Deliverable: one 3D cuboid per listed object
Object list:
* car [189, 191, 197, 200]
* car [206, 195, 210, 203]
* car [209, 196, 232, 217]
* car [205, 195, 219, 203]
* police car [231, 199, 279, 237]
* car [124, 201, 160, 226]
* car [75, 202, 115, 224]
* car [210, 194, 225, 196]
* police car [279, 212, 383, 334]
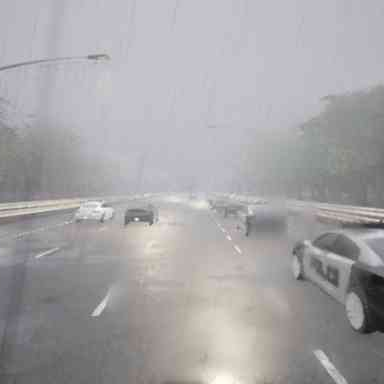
[{"bbox_3d":[0.250,1.188,81.415,2.033,1.411,5.357,0,0,0],"label":"car"},{"bbox_3d":[3.629,1.136,50.639,2.097,1.767,4.553,0,0,0],"label":"car"},{"bbox_3d":[3.228,1.381,29.308,1.837,1.490,4.892,1,0,-11],"label":"car"},{"bbox_3d":[3.673,1.240,61.699,2.163,1.488,4.792,0,0,0],"label":"car"},{"bbox_3d":[3.519,1.349,17.803,1.930,1.638,5.238,0,0,0],"label":"police car"},{"bbox_3d":[-3.371,1.407,22.742,1.837,1.490,4.892,0,1,0],"label":"car"},{"bbox_3d":[-6.867,1.421,23.760,1.812,1.442,4.674,0,0,0],"label":"car"},{"bbox_3d":[3.586,1.183,39.639,2.097,1.767,4.553,0,0,0],"label":"car"},{"bbox_3d":[3.504,1.396,6.817,1.930,1.638,5.238,0,0,0],"label":"police car"}]
